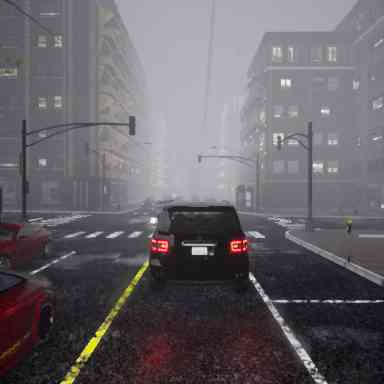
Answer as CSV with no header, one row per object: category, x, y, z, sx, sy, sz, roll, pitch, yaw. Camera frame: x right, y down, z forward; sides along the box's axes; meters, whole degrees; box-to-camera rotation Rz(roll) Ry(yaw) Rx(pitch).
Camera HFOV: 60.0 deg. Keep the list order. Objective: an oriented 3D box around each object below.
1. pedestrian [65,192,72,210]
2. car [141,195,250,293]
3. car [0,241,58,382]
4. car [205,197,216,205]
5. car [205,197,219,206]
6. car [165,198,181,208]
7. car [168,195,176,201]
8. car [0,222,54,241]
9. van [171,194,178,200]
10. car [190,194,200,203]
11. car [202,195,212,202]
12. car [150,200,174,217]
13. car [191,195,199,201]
pedestrian,-12.405,0.902,33.421,0.375,1.860,0.375,0,-1,0
car,0.169,1.221,9.035,2.150,2.045,5.566,0,0,1
car,-3.079,1.563,3.477,1.994,1.385,4.181,0,0,1
car,3.242,1.543,59.190,1.887,1.381,4.507,0,0,1
car,3.188,1.549,53.552,2.008,1.369,4.403,0,0,1
car,-2.653,1.563,47.899,1.994,1.385,4.181,0,0,0
car,-4.924,1.525,81.660,1.752,1.417,4.829,0,0,1
car,-5.609,1.581,9.952,1.802,1.307,4.206,0,0,1
van,-4.815,1.340,93.108,1.690,1.788,3.998,0,0,1
car,0.702,1.354,72.859,2.097,1.767,4.553,0,0,1
car,3.403,1.439,76.106,1.967,1.590,4.097,0,0,1
car,-2.808,1.523,31.923,1.812,1.442,4.674,0,0,1
car,0.781,1.477,82.636,1.882,1.535,5.008,0,0,1
